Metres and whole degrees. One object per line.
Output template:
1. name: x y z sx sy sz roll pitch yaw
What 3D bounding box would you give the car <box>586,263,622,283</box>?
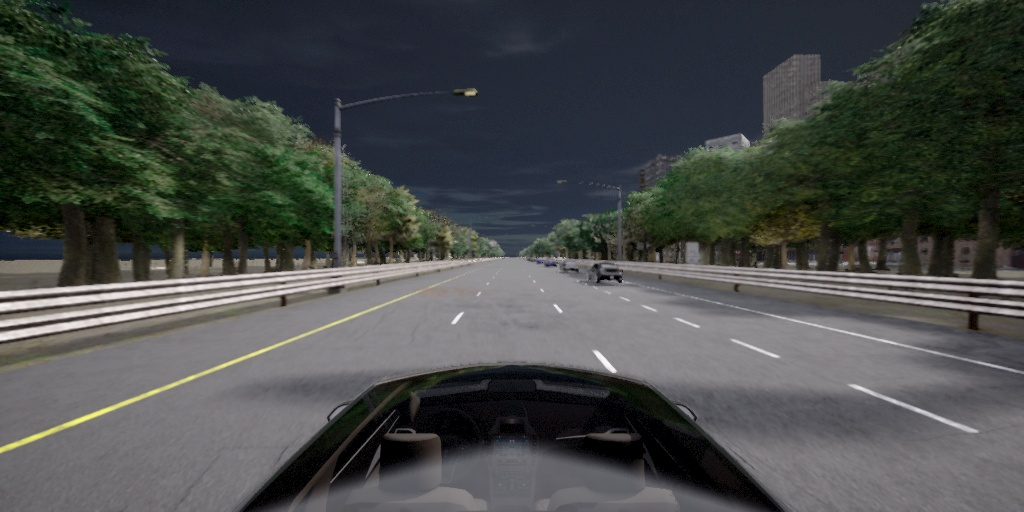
1. car: 7.008 1.269 27.530 1.837 1.490 4.892 0 0 0

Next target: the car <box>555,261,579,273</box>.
1. car: 7.011 1.313 44.472 2.033 1.411 5.357 0 0 0
